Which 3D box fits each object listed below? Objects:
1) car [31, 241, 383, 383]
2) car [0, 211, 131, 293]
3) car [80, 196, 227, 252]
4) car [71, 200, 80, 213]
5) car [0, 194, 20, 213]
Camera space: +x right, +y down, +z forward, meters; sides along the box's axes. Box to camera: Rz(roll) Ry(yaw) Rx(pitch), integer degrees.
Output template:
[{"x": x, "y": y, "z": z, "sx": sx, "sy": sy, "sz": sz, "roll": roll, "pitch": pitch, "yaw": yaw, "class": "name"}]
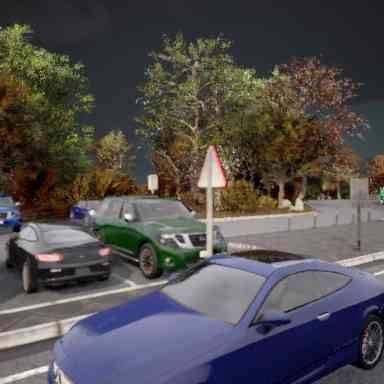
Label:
[{"x": 0.725, "y": 1.531, "z": 4.198, "sx": 4.674, "sy": 1.442, "sz": 1.812, "roll": 0, "pitch": 0, "yaw": -35, "class": "car"}, {"x": -3.606, "y": 1.457, "z": 8.730, "sx": 2.002, "sy": 1.452, "sz": 4.674, "roll": 0, "pitch": 0, "yaw": -36, "class": "car"}, {"x": -1.307, "y": 1.164, "z": 10.371, "sx": 2.435, "sy": 2.045, "sz": 5.566, "roll": 0, "pitch": 0, "yaw": -36, "class": "car"}, {"x": -6.466, "y": 1.278, "z": 22.124, "sx": 2.185, "sy": 1.767, "sz": 4.553, "roll": 1, "pitch": 0, "yaw": -36, "class": "car"}, {"x": -11.160, "y": 1.165, "z": 18.751, "sx": 2.435, "sy": 2.045, "sz": 5.566, "roll": 0, "pitch": 0, "yaw": -36, "class": "car"}]
